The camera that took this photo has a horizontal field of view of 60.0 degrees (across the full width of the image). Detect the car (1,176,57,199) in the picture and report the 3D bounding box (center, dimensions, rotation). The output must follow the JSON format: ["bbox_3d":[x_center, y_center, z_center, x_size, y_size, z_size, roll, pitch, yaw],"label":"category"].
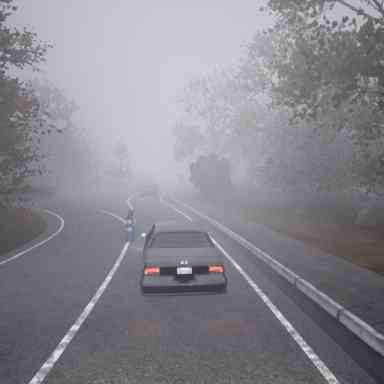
[{"bbox_3d":[-17.413,-0.341,35.480,5.566,2.045,2.150,-1,5,-9],"label":"car"}]

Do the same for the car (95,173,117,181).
[{"bbox_3d":[-19.221,-3.385,74.459,4.553,1.767,2.097,0,5,1],"label":"car"}]

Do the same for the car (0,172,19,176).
[{"bbox_3d":[-36.650,-2.876,65.350,2.150,2.045,5.566,3,5,28],"label":"car"}]

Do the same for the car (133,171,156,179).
[{"bbox_3d":[-10.750,-3.624,75.205,5.566,2.045,2.150,2,5,28],"label":"car"}]

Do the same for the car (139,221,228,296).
[{"bbox_3d":[-0.373,1.470,8.727,2.033,1.411,5.357,0,1,-5],"label":"car"}]

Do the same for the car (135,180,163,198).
[{"bbox_3d":[-4.687,-0.202,37.919,2.033,1.411,5.357,0,5,1],"label":"car"}]

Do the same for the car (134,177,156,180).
[{"bbox_3d":[-5.999,-0.915,46.721,1.994,1.385,4.181,3,6,34],"label":"car"}]
